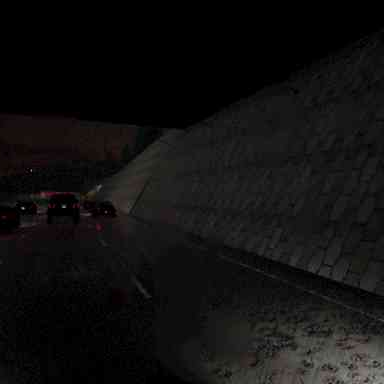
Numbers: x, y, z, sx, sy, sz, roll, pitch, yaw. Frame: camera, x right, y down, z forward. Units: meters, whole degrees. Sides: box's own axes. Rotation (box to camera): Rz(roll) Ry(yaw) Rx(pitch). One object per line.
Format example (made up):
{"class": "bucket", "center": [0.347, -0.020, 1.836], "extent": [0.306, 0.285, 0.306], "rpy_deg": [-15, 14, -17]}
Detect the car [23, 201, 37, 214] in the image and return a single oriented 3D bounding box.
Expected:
{"class": "car", "center": [-17.196, 1.560, 34.266], "extent": [1.994, 1.385, 4.181], "rpy_deg": [0, 0, -22]}

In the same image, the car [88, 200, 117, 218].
{"class": "car", "center": [-8.127, 1.523, 30.370], "extent": [1.812, 1.442, 4.674], "rpy_deg": [0, 0, -21]}

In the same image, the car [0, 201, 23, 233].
{"class": "car", "center": [-11.343, 1.476, 19.453], "extent": [1.882, 1.535, 5.008], "rpy_deg": [0, 0, -22]}

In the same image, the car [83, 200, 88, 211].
{"class": "car", "center": [-12.530, 1.598, 41.509], "extent": [1.895, 1.301, 4.718], "rpy_deg": [0, 0, -22]}

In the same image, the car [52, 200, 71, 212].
{"class": "car", "center": [-15.484, 1.597, 39.457], "extent": [1.895, 1.301, 4.718], "rpy_deg": [0, 0, -22]}

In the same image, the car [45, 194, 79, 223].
{"class": "car", "center": [-10.113, 1.209, 25.944], "extent": [2.150, 2.045, 5.566], "rpy_deg": [0, -1, -23]}
